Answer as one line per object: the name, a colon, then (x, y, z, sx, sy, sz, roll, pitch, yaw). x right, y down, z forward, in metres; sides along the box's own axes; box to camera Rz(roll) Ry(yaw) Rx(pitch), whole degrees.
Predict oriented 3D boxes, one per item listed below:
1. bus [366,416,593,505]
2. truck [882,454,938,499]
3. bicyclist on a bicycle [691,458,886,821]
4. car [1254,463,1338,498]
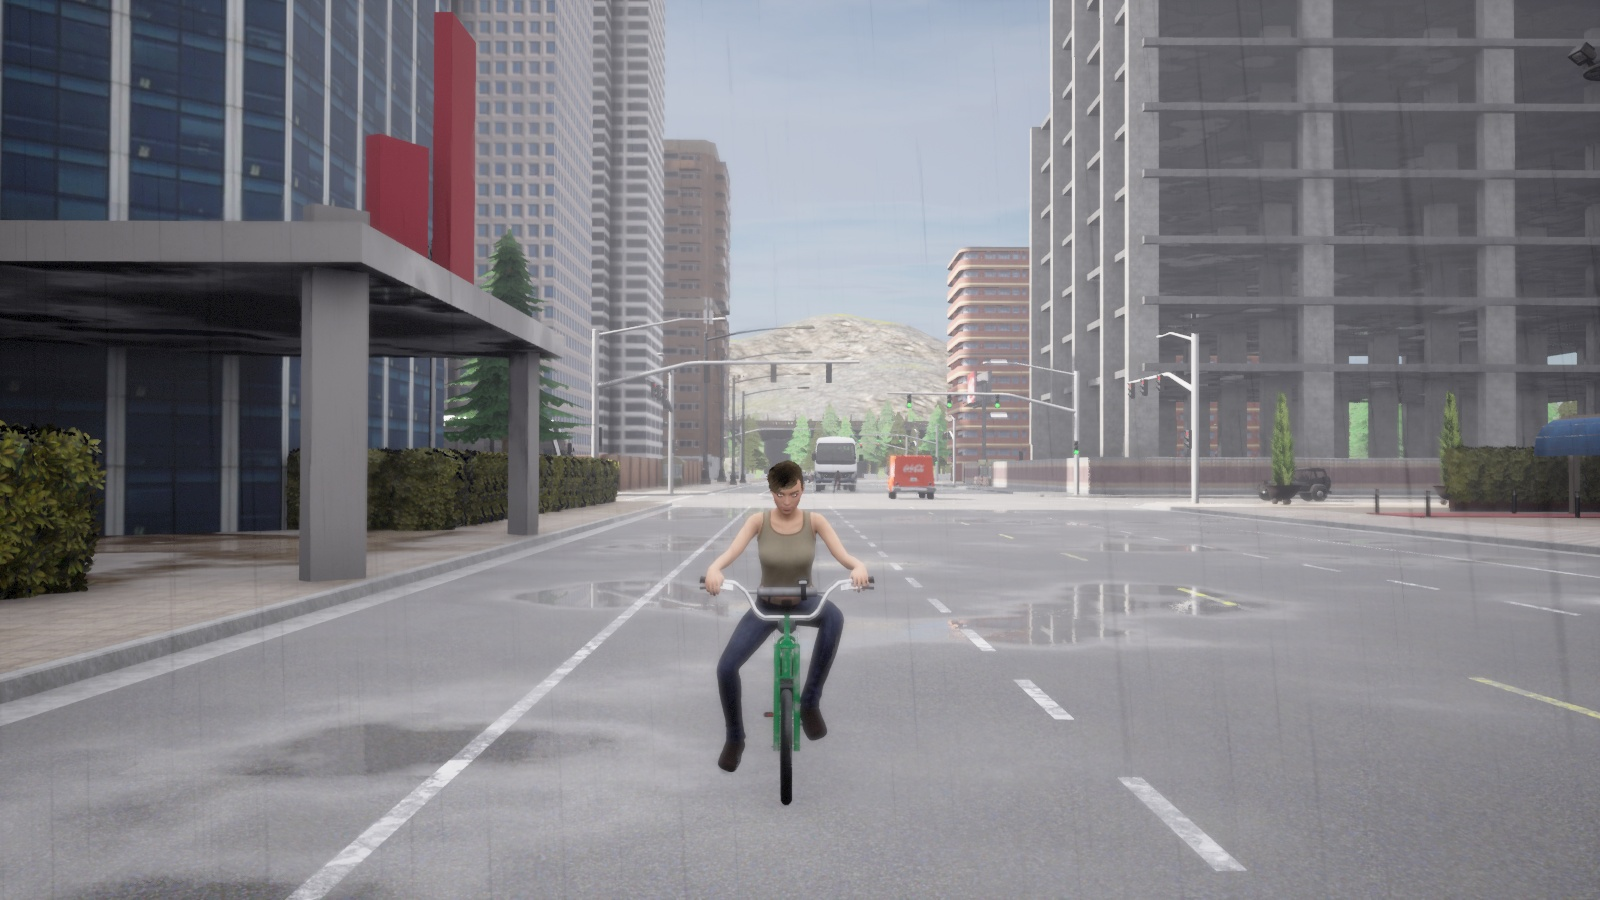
bus: (-15.772, 0.549, 62.540, 10.273, 4.253, 3.944, 0, -1, 0)
truck: (6.287, 1.515, 72.369, 2.627, 2.467, 5.204, 0, -1, -1)
bicyclist on a bicycle: (-0.061, 0.858, 6.372, 0.866, 1.612, 1.509, 0, -1, -1)
car: (27.429, 1.666, 69.556, 3.866, 1.878, 1.905, 0, -1, 0)
